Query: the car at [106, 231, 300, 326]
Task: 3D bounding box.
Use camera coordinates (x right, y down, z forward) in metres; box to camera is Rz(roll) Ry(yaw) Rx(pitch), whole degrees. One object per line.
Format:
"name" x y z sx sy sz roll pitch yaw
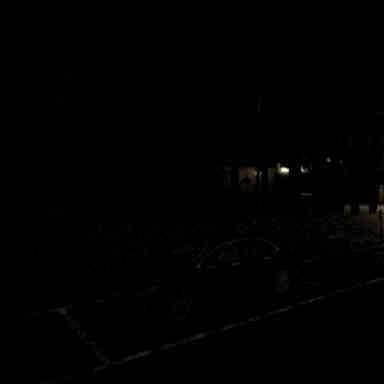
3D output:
"car" 0.424 1.543 6.953 4.403 1.369 2.008 0 0 -35
